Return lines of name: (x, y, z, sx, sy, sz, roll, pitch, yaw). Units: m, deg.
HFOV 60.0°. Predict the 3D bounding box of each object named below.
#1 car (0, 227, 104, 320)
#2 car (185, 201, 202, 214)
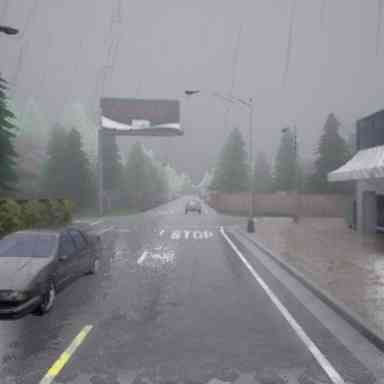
car: (-3.569, 1.584, 7.876, 2.033, 1.411, 5.357, 0, 0, 0)
car: (0.146, 1.722, 38.706, 2.033, 1.411, 5.357, 0, 0, 0)
